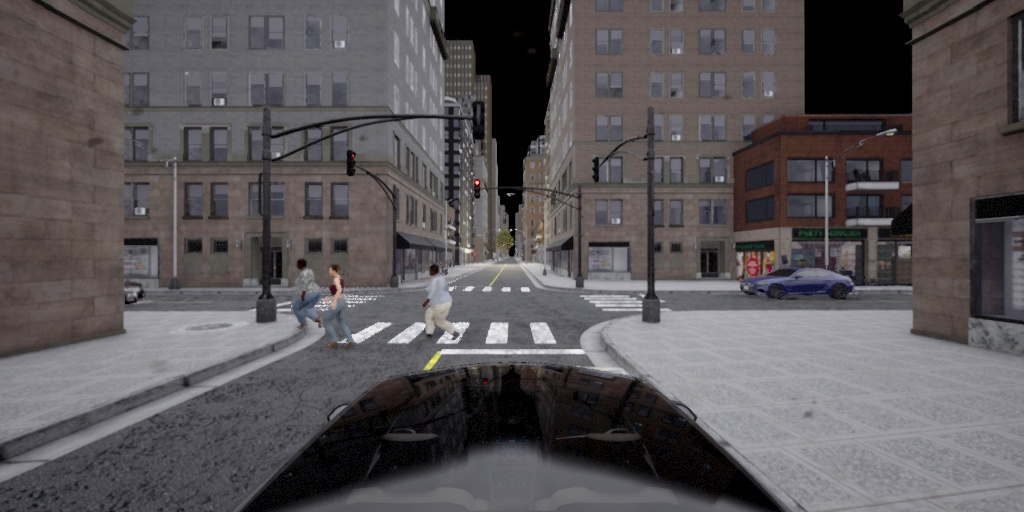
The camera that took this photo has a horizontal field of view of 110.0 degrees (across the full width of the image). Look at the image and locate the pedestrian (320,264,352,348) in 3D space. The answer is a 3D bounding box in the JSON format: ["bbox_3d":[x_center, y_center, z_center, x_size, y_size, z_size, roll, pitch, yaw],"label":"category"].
[{"bbox_3d":[-3.783,1.042,7.726,0.375,1.860,0.375,0,0,0],"label":"pedestrian"}]

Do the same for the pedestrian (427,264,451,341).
[{"bbox_3d":[-1.688,1.042,8.324,0.375,1.860,0.375,0,0,0],"label":"pedestrian"}]

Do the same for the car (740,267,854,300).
[{"bbox_3d":[13.487,1.254,17.074,4.674,1.442,1.812,0,0,0],"label":"car"}]

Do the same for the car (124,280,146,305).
[{"bbox_3d":[-17.170,1.249,13.891,4.902,1.511,2.128,0,0,0],"label":"car"}]

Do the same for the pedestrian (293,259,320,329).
[{"bbox_3d":[-5.148,0.896,8.948,0.375,1.860,0.375,0,0,0],"label":"pedestrian"}]
